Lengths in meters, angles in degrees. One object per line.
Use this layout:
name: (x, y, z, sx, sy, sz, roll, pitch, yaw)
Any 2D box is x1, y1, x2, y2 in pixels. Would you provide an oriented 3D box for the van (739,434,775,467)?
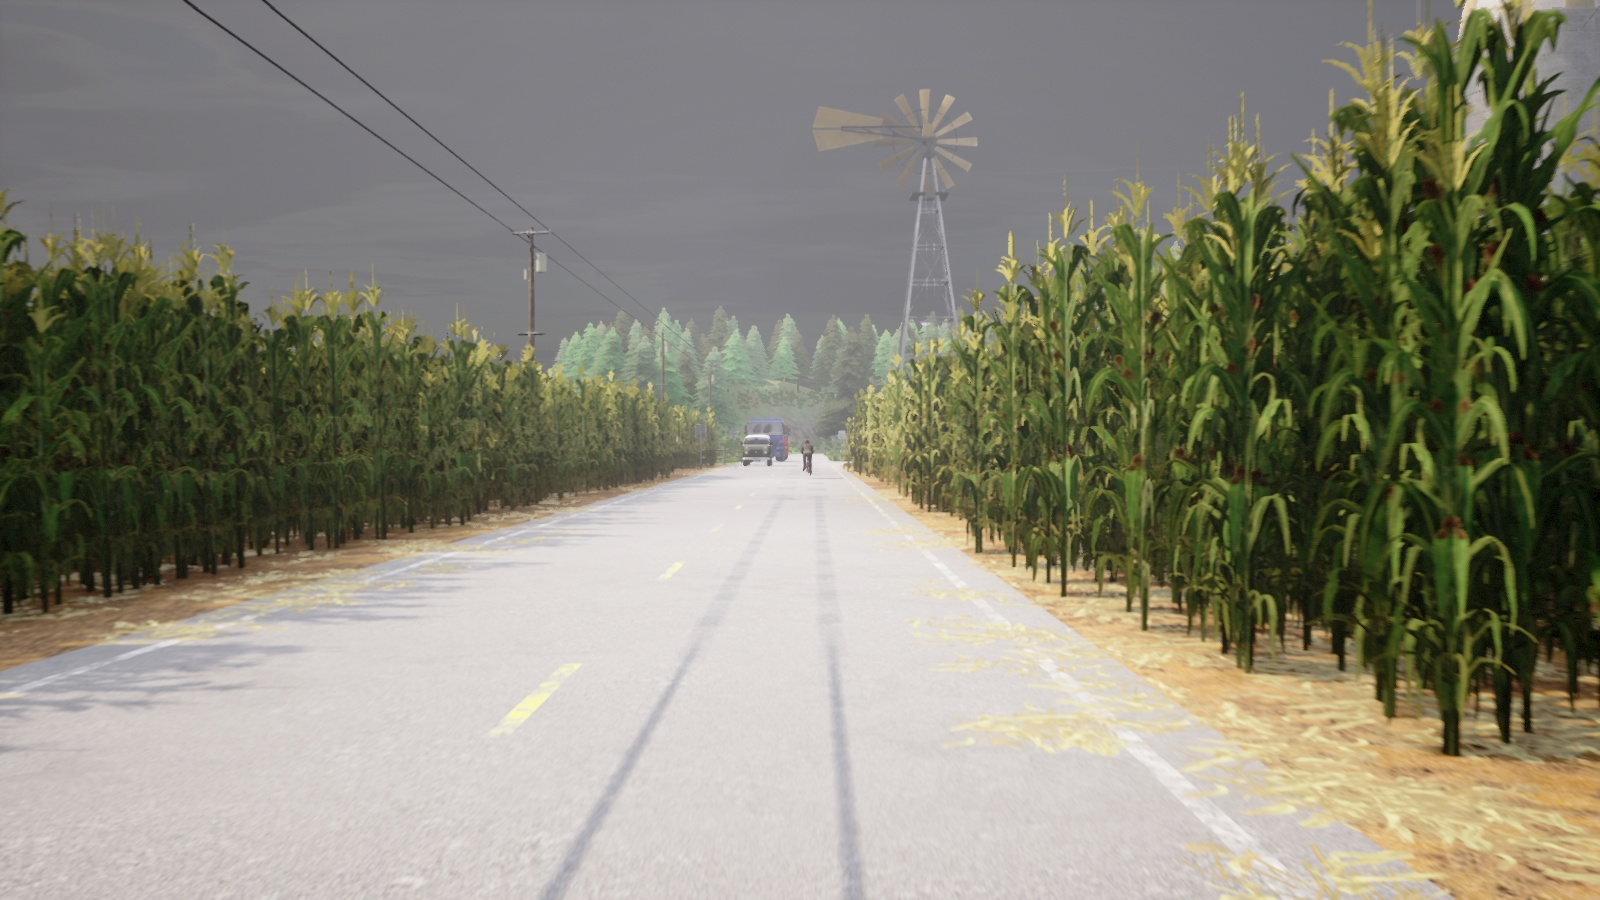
van: (-2.722, 0.013, 80.742, 2.069, 2.038, 4.480, 0, 0, 1)
